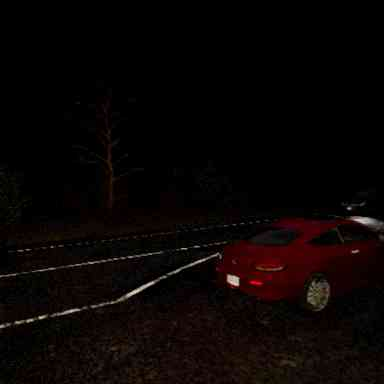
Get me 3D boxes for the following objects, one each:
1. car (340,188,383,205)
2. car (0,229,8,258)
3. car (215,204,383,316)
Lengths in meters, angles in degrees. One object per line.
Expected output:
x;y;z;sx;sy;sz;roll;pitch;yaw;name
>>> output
10.708;0.527;19.667;4.674;1.442;1.812;-3;2;-31;car
-7.855;1.539;8.639;5.357;1.411;2.033;-3;2;-30;car
2.642;1.200;6.698;4.674;1.442;1.812;-3;2;-31;car
